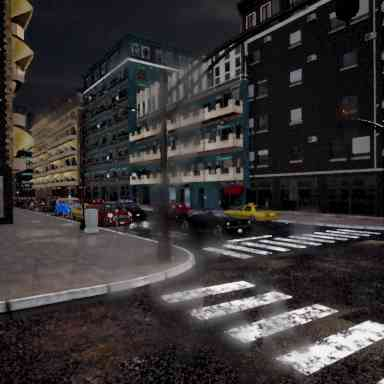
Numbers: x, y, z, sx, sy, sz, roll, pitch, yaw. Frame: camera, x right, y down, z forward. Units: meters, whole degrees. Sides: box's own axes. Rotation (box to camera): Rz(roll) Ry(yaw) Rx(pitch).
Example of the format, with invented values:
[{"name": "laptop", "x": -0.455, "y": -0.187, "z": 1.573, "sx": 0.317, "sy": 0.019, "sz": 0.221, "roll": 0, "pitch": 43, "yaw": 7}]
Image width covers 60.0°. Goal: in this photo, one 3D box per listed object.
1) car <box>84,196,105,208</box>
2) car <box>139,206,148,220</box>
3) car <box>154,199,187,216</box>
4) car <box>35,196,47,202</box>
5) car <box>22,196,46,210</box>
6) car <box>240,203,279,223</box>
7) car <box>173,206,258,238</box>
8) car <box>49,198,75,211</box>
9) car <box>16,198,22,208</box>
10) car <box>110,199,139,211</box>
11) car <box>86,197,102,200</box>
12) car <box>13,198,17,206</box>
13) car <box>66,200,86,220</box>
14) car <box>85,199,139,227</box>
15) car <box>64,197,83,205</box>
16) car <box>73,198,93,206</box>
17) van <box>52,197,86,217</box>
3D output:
[{"name": "car", "x": -15.072, "y": 1.502, "z": 51.329, "sx": 1.967, "sy": 1.590, "sz": 4.097, "roll": -1, "pitch": 1, "yaw": -35}, {"name": "car", "x": -5.375, "y": 1.645, "z": 27.765, "sx": 1.994, "sy": 1.385, "sz": 4.181, "roll": -1, "pitch": 0, "yaw": -35}, {"name": "car", "x": -2.220, "y": 1.441, "z": 33.304, "sx": 1.967, "sy": 1.590, "sz": 4.097, "roll": -1, "pitch": 1, "yaw": -35}, {"name": "car", "x": -37.560, "y": 1.728, "z": 82.874, "sx": 1.887, "sy": 1.381, "sz": 4.507, "roll": -1, "pitch": 1, "yaw": -35}, {"name": "car", "x": -21.895, "y": 1.628, "z": 46.465, "sx": 1.967, "sy": 1.590, "sz": 4.097, "roll": -1, "pitch": 1, "yaw": -35}, {"name": "car", "x": 4.108, "y": 1.498, "z": 24.431, "sx": 1.752, "sy": 1.417, "sz": 4.829, "roll": -1, "pitch": 1, "yaw": -35}, {"name": "car", "x": 1.142, "y": 1.654, "z": 18.618, "sx": 1.895, "sy": 1.301, "sz": 4.718, "roll": -1, "pitch": 0, "yaw": -35}, {"name": "car", "x": -17.708, "y": 1.629, "z": 45.152, "sx": 2.128, "sy": 1.511, "sz": 4.902, "roll": -1, "pitch": 1, "yaw": -35}, {"name": "car", "x": -25.105, "y": 1.770, "z": 50.972, "sx": 1.947, "sy": 1.339, "sz": 4.313, "roll": -1, "pitch": 1, "yaw": -35}, {"name": "car", "x": -8.644, "y": 1.581, "z": 42.317, "sx": 2.008, "sy": 1.369, "sz": 4.403, "roll": -1, "pitch": 1, "yaw": -35}, {"name": "car", "x": -11.685, "y": 1.588, "z": 36.622, "sx": 1.882, "sy": 1.535, "sz": 5.008, "roll": -1, "pitch": 0, "yaw": -35}, {"name": "car", "x": -31.531, "y": 1.782, "z": 59.984, "sx": 1.887, "sy": 1.381, "sz": 4.507, "roll": -1, "pitch": 1, "yaw": -35}, {"name": "car", "x": -8.943, "y": 1.652, "z": 28.303, "sx": 1.752, "sy": 1.417, "sz": 4.829, "roll": -1, "pitch": 1, "yaw": -35}, {"name": "car", "x": -5.830, "y": 1.553, "z": 23.935, "sx": 1.967, "sy": 1.590, "sz": 4.097, "roll": -1, "pitch": 1, "yaw": -35}, {"name": "car", "x": -21.496, "y": 1.645, "z": 60.342, "sx": 2.008, "sy": 1.369, "sz": 4.403, "roll": -1, "pitch": 1, "yaw": -35}, {"name": "car", "x": -18.283, "y": 1.644, "z": 55.836, "sx": 1.947, "sy": 1.339, "sz": 4.313, "roll": -1, "pitch": 1, "yaw": -35}, {"name": "van", "x": -12.257, "y": 1.483, "z": 32.945, "sx": 1.690, "sy": 1.788, "sz": 3.998, "roll": -1, "pitch": 1, "yaw": -35}]
